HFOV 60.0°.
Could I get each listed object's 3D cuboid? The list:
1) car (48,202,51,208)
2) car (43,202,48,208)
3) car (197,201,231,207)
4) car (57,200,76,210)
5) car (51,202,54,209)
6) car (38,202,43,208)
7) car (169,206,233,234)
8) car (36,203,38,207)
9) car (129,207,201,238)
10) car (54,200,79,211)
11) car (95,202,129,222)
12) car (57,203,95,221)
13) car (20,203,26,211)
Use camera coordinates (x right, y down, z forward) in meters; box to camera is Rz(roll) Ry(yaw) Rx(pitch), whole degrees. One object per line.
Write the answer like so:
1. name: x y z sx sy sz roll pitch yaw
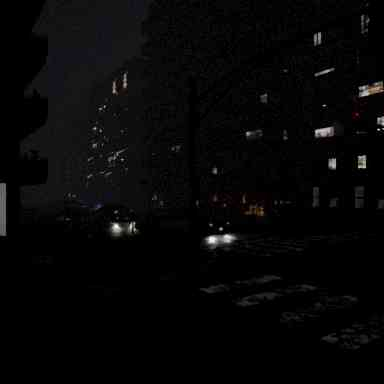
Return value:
1. car: -28.411 2.623 70.900 2.192 1.841 5.009 -1 0 -36
2. car: -31.729 2.972 75.483 1.947 1.339 4.313 -1 0 -36
3. car: 1.517 1.713 29.640 2.192 1.841 5.009 -1 0 -36
4. car: -25.085 2.523 66.314 2.192 1.841 5.009 -1 0 -36
5. car: -23.196 2.600 59.386 1.837 1.490 4.892 0 -1 -36
6. car: -35.055 3.049 80.068 1.887 1.381 4.507 -1 0 -36
7. car: 0.138 1.856 21.773 2.033 1.411 5.357 0 -1 -36
8. car: -38.376 3.167 84.655 1.947 1.339 4.313 -1 0 -36
9. car: -1.773 1.833 19.966 1.752 1.417 4.829 -1 0 -36
10. car: -16.149 2.032 44.285 2.150 2.045 5.566 0 -1 -36
11. car: -7.236 1.890 31.937 2.097 1.767 4.553 0 -1 -36
12. car: -11.848 2.163 33.857 1.887 1.381 4.507 -1 0 -36
13. car: -31.801 2.769 61.365 1.887 1.381 4.507 -1 0 -36
